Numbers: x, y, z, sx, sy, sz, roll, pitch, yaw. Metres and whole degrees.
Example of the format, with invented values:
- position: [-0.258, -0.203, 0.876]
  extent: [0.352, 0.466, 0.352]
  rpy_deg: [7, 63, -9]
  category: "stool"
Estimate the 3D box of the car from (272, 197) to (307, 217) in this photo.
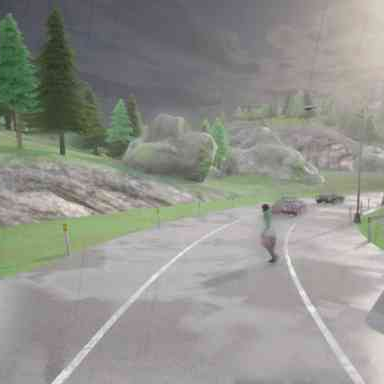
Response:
- position: [7.775, 1.097, 26.256]
  extent: [1.994, 1.385, 4.181]
  rpy_deg: [3, 3, 30]
  category: "car"

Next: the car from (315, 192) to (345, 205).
- position: [15.505, 0.710, 37.165]
  extent: [1.895, 1.301, 4.718]
  rpy_deg: [5, 5, 40]
  category: "car"

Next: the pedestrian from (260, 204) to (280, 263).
- position: [2.352, 1.214, 10.129]
  extent: [0.375, 1.860, 0.375]
  rpy_deg: [-3, 5, 13]
  category: "pedestrian"
